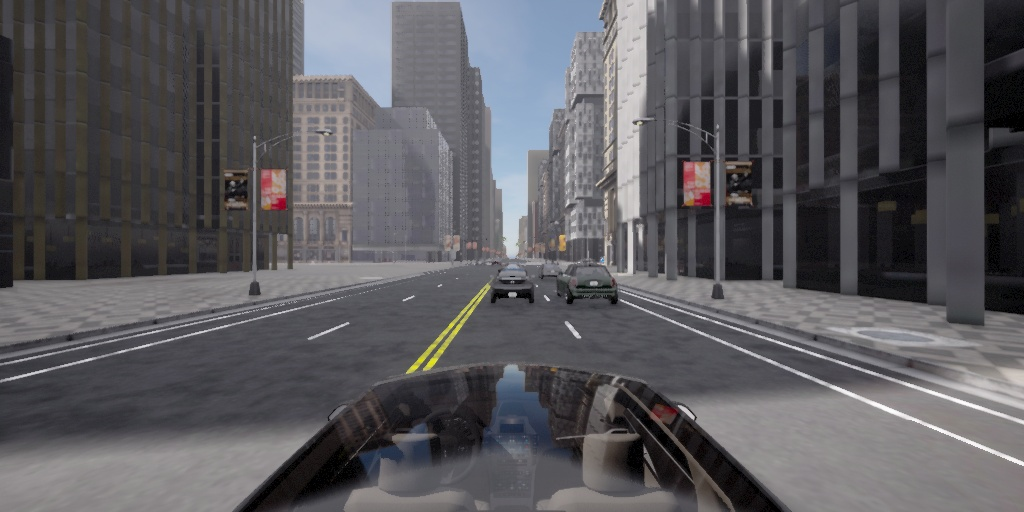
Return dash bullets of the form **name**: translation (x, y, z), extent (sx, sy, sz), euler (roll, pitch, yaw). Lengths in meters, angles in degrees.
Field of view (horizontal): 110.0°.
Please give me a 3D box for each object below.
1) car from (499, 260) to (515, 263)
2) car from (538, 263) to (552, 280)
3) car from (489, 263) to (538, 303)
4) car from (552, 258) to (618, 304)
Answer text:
- **car**: translation (0.045, 1.282, 31.461), extent (1.812, 1.442, 4.674), euler (0, 0, 0)
- **car**: translation (3.295, 1.312, 31.455), extent (2.033, 1.411, 5.357), euler (0, 0, 0)
- **car**: translation (0.022, 1.265, 16.461), extent (1.837, 1.490, 4.892), euler (0, 0, 0)
- **car**: translation (3.272, 1.115, 16.425), extent (2.097, 1.767, 4.553), euler (0, 0, 0)
